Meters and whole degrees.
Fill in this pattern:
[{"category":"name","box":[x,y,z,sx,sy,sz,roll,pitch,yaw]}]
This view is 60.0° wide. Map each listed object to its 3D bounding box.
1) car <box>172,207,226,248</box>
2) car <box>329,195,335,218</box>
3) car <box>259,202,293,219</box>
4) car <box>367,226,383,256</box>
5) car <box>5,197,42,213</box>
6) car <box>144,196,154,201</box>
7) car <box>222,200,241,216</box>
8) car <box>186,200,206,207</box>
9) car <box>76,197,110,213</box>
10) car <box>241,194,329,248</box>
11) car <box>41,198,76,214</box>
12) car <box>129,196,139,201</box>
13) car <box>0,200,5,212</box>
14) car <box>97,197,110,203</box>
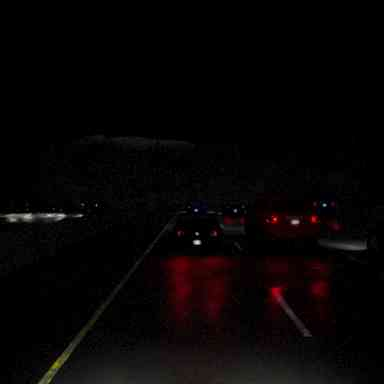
[{"category":"car","box":[0.216,1.535,14.320,1.895,1.301,4.718,0,0,1]},{"category":"car","box":[10.859,1.192,29.844,2.150,2.045,5.566,0,0,1]},{"category":"car","box":[7.355,1.565,29.494,1.895,1.301,4.718,0,0,1]},{"category":"car","box":[7.164,1.460,9.957,1.837,1.490,4.892,0,0,1]},{"category":"car","box":[-17.277,1.313,35.416,2.097,1.767,4.553,0,0,1]},{"category":"car","box":[-9.809,1.650,76.463,1.882,1.535,5.008,0,-1,1]},{"category":"car","box":[3.878,1.496,31.793,1.812,1.442,4.674,0,0,1]},{"category":"car","box":[0.378,1.491,31.818,1.812,1.442,4.674,0,0,1]},{"category":"car","box":[-10.278,1.323,35.405,2.097,1.767,4.553,0,0,1]},{"category":"car","box":[3.720,1.160,14.561,2.150,2.045,5.566,0,0,1]},{"category":"car","box":[-13.780,1.528,35.198,1.994,1.385,4.181,0,0,1]},{"category":"car","box":[-13.309,1.523,76.527,2.097,1.767,4.553,0,-1,1]},{"category":"car","box":[-20.778,1.518,35.173,1.994,1.385,4.181,0,0,1]},{"category":"car","box":[-20.309,1.752,76.527,1.895,1.301,4.718,0,-1,1]}]
